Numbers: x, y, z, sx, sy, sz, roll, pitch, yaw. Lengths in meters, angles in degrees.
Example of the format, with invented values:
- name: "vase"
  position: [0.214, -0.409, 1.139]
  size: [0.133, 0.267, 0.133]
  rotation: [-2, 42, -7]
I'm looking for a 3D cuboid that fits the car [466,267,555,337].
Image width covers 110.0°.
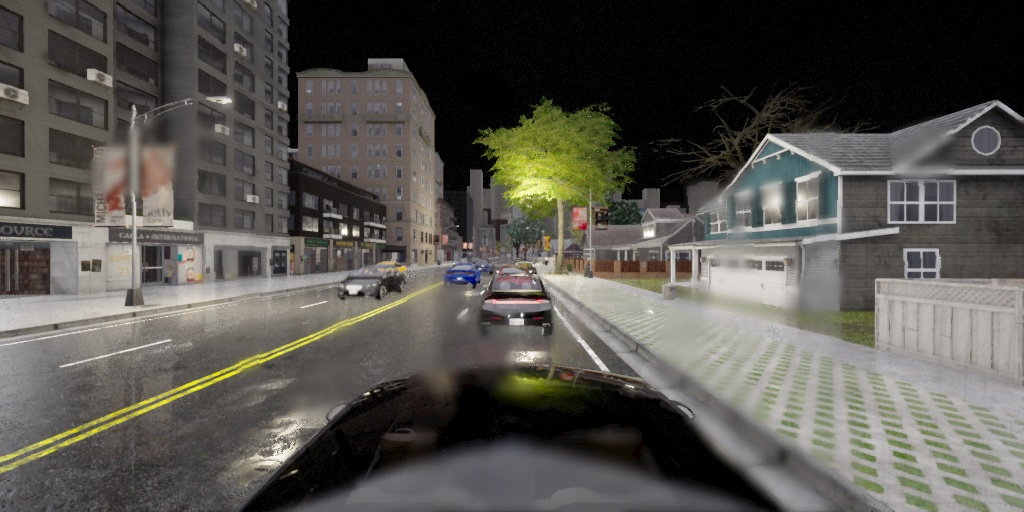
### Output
- name: "car"
  position: [0.113, 1.239, 10.346]
  size: [2.128, 1.511, 4.902]
  rotation: [0, 0, 0]

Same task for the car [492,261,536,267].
- name: "car"
  position: [0.122, 1.219, 19.849]
  size: [1.882, 1.535, 5.008]
  rotation: [0, 0, 0]

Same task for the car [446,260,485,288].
- name: "car"
  position: [-3.123, 1.215, 23.774]
  size: [1.882, 1.535, 5.008]
  rotation: [0, 0, 0]

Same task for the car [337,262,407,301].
- name: "car"
  position: [-6.581, 1.235, 17.331]
  size: [2.128, 1.511, 4.902]
  rotation: [0, 0, 0]

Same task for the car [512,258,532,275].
- name: "car"
  position: [1.019, 1.068, 39.439]
  size: [2.097, 1.767, 4.553]
  rotation: [0, 0, 0]

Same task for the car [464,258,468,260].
- name: "car"
  position: [-6.495, 1.039, 62.494]
  size: [2.097, 1.767, 4.553]
  rotation: [0, 0, 1]

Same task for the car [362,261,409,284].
- name: "car"
  position: [-9.819, 1.209, 28.273]
  size: [1.882, 1.535, 5.008]
  rotation: [0, 0, 0]

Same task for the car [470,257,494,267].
- name: "car"
  position: [-3.105, 1.069, 40.314]
  size: [2.097, 1.767, 4.553]
  rotation: [0, 0, 0]

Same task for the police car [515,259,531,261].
- name: "police car"
  position: [1.008, 1.156, 29.578]
  size: [1.930, 1.638, 5.238]
  rotation: [0, 0, 0]
